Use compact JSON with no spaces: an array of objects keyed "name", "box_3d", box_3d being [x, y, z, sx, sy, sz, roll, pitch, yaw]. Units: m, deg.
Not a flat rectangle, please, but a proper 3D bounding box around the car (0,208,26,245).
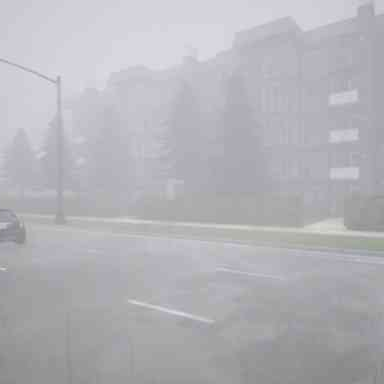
[{"name":"car","box_3d":[-9.592,1.512,15.132,4.553,1.767,2.097,-1,0,35]}]
